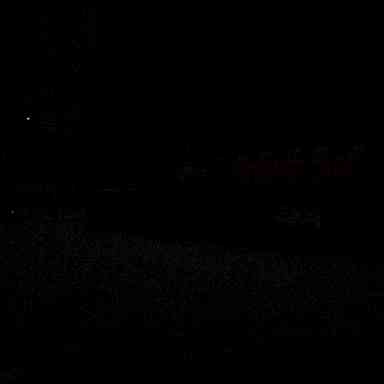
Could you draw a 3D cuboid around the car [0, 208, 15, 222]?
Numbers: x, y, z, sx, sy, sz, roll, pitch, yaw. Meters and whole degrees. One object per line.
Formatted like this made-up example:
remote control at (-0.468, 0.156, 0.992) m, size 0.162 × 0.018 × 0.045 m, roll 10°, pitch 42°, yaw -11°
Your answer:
car at (-15.726, 1.556, 23.862) m, size 2.033 × 1.411 × 5.357 m, roll -1°, pitch 0°, yaw 36°
